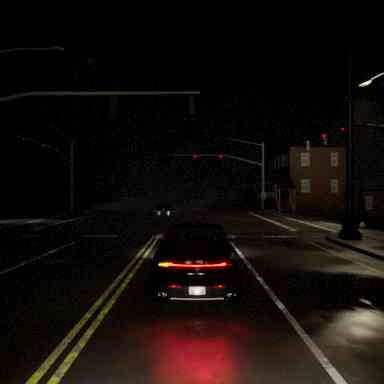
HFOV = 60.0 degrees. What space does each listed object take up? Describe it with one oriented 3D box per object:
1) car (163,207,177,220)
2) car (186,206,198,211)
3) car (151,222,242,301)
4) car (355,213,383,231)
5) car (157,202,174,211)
[{"bbox_3d":[-3.674,3.615,55.725,2.033,1.411,5.357,0,-12,0],"label":"car"},{"bbox_3d":[-0.005,3.040,53.227,1.882,1.535,5.008,0,-11,0],"label":"car"},{"bbox_3d":[0.088,1.505,8.325,1.837,1.490,4.892,0,0,0],"label":"car"},{"bbox_3d":[15.813,2.564,28.814,4.892,1.490,1.837,9,0,0],"label":"car"},{"bbox_3d":[-3.662,2.056,45.623,2.033,1.411,5.357,0,-4,0],"label":"car"}]
